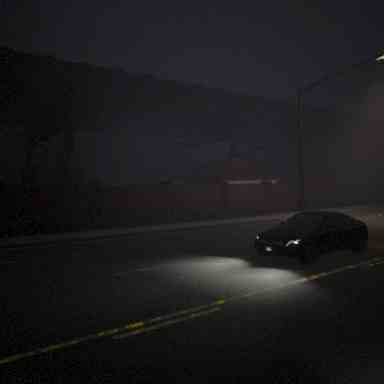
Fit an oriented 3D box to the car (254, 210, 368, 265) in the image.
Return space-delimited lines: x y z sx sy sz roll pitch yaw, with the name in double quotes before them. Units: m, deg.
"car" 4.178 1.383 11.275 4.674 1.442 1.812 -1 1 -35
